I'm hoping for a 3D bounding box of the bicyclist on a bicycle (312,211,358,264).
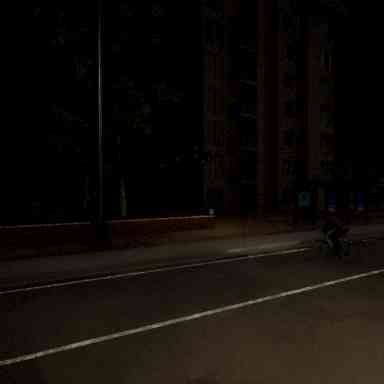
[{"bbox_3d":[4.591,1.455,10.812,0.582,1.620,1.656,0,-2,-33],"label":"bicyclist on a bicycle"}]
